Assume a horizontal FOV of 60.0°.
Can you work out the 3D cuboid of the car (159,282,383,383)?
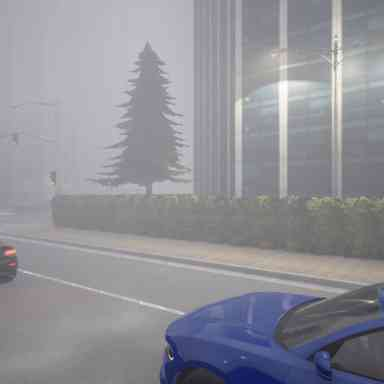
[{"bbox_3d":[1.974,1.478,2.585,5.008,1.535,1.882,0,0,36],"label":"car"}]

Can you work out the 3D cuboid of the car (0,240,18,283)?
[{"bbox_3d":[-6.154,1.526,8.337,4.674,1.442,1.812,0,0,36],"label":"car"}]

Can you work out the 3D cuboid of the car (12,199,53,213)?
[{"bbox_3d":[-17.175,1.547,37.424,2.033,1.411,5.357,0,0,36],"label":"car"}]
